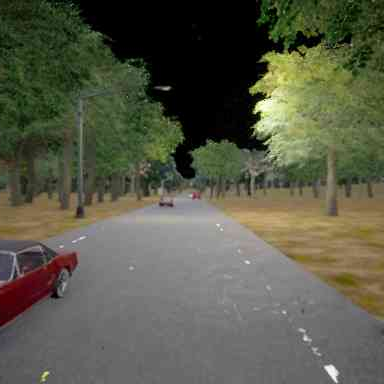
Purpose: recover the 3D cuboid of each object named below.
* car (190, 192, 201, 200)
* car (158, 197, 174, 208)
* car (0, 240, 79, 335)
[{"bbox_3d":[1.189,1.090,86.741,2.150,2.045,5.566,0,0,0],"label":"car"},{"bbox_3d":[-3.601,1.386,46.698,1.882,1.535,5.008,0,0,0],"label":"car"},{"bbox_3d":[-3.603,1.582,5.621,1.895,1.301,4.718,0,0,0],"label":"car"}]
